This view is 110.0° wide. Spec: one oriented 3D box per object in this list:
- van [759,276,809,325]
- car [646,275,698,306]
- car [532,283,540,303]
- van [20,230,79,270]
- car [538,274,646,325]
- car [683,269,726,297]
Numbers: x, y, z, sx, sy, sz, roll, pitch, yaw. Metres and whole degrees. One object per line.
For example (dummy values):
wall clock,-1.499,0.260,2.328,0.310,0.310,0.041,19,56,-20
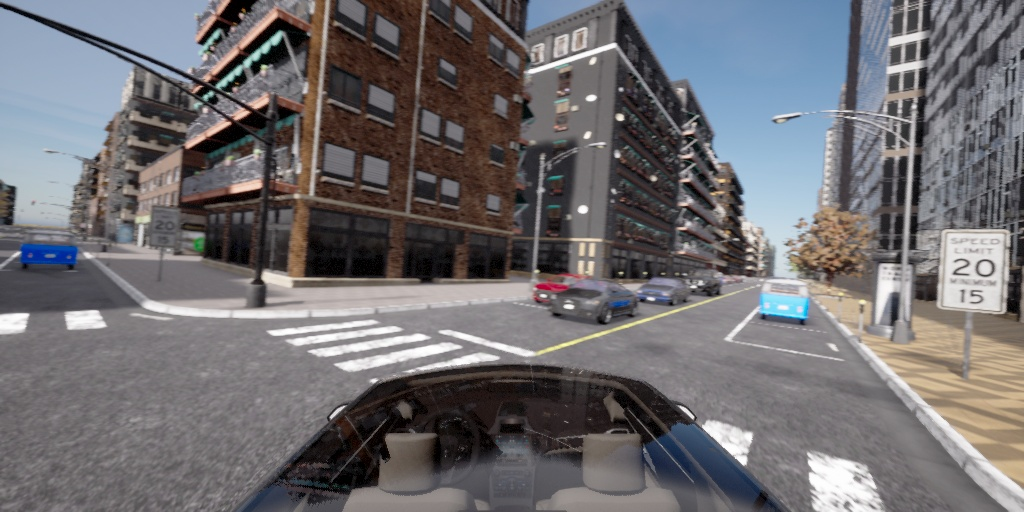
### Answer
van,12.137,1.947,16.096,1.690,1.789,3.998,0,0,38
car,8.822,1.938,20.590,2.033,1.411,5.357,4,0,38
car,2.648,1.509,16.703,1.888,1.381,4.507,0,0,38
van,-22.303,-0.332,17.273,3.998,1.789,1.690,0,0,38
car,3.086,1.547,13.192,1.994,1.385,4.181,4,0,38
car,15.253,2.068,28.826,2.150,2.045,5.566,4,0,38
